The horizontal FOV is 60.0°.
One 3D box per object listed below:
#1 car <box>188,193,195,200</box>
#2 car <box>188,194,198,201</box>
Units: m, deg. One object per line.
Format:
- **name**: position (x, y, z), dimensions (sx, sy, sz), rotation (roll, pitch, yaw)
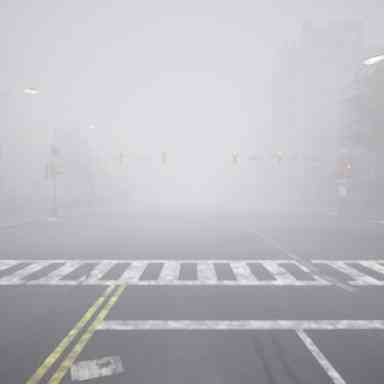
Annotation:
- **car**: position (-0.180, 1.265, 95.629), dimensions (2.097, 1.767, 4.553), rotation (0, 0, 1)
- **car**: position (-0.160, 1.490, 85.249), dimensions (2.033, 1.411, 5.357), rotation (0, 0, 0)
